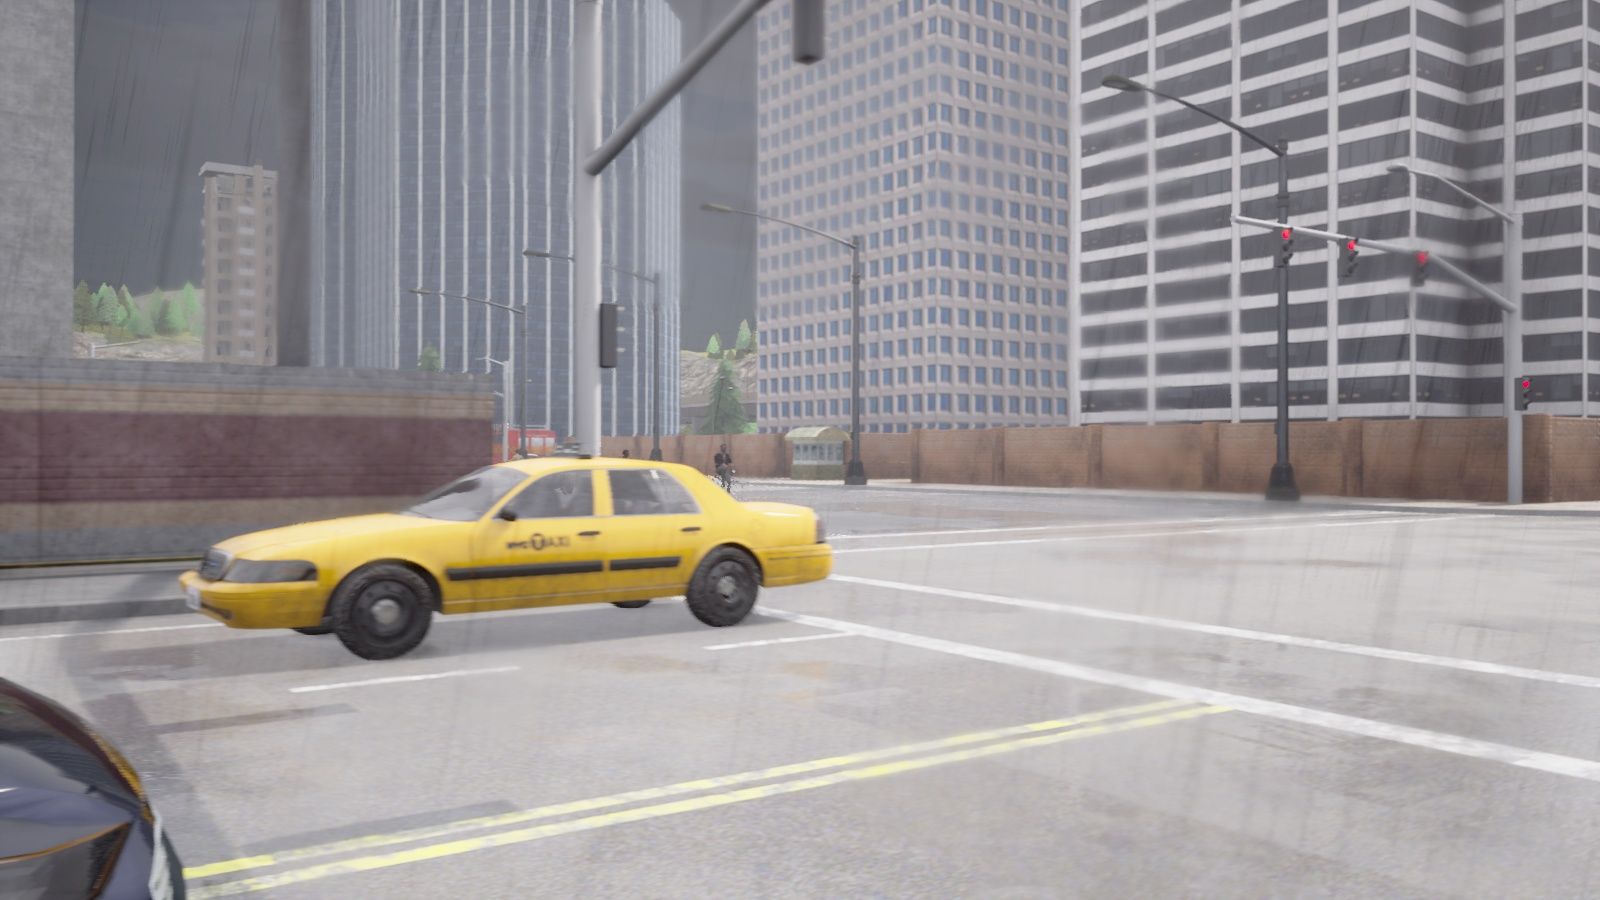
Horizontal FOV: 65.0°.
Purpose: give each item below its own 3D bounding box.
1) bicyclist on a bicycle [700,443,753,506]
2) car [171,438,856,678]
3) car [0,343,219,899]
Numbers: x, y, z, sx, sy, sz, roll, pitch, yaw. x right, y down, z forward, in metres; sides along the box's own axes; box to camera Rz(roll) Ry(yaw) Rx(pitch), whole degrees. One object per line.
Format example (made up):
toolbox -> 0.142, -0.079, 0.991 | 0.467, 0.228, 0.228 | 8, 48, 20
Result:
bicyclist on a bicycle -> -2.120, 0.699, 36.082 | 0.659, 1.776, 1.843 | 0, 0, -35
car -> -2.173, 0.712, 10.605 | 5.366, 1.575, 1.801 | 0, 0, -37
car -> -3.421, 0.686, 1.278 | 4.856, 1.649, 2.033 | 0, 0, -35
